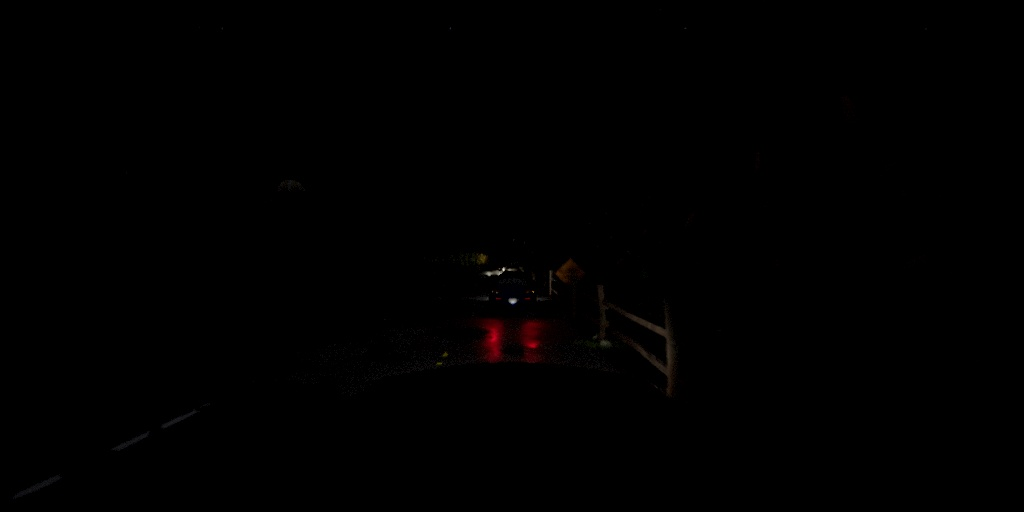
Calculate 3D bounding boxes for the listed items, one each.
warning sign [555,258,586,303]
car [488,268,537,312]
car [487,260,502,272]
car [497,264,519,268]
[{"bbox_3d":[2.449,1.001,15.124,1.300,1.860,1.060,0,0,0],"label":"warning sign"},{"bbox_3d":[0.051,1.408,14.833,1.812,1.442,4.674,0,0,1],"label":"car"},{"bbox_3d":[-2.814,1.598,58.526,2.150,2.045,5.566,0,-1,1],"label":"car"},{"bbox_3d":[0.049,1.611,29.522,1.994,1.385,4.181,0,-1,1],"label":"car"}]
